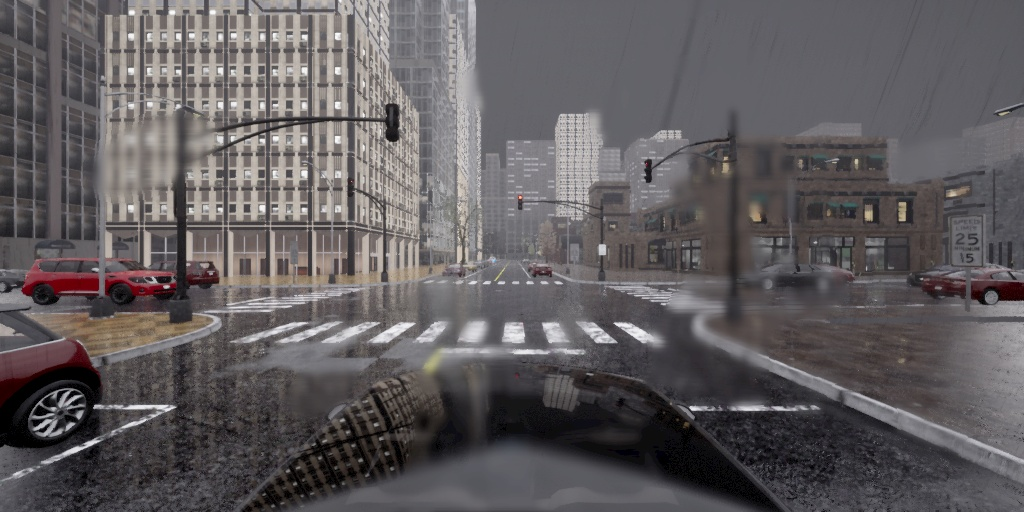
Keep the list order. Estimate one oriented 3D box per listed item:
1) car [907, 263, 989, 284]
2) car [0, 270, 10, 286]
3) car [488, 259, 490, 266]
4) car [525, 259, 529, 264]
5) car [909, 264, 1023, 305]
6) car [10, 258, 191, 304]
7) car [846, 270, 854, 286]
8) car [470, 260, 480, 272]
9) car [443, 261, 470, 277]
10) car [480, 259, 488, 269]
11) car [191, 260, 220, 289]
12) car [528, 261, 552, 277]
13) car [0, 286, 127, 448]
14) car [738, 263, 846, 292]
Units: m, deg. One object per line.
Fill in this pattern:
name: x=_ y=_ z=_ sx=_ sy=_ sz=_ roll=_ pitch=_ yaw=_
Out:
car: x=24.946 y=1.141 z=20.064 sx=4.181 sy=1.385 sz=1.994 roll=0 pitch=0 yaw=-1
car: x=-31.429 y=1.508 z=22.086 sx=4.403 sy=1.370 sz=2.007 roll=0 pitch=0 yaw=-1
car: x=-5.379 y=1.344 z=62.476 sx=1.948 sy=1.339 sz=4.313 roll=0 pitch=0 yaw=0
car: x=2.915 y=1.348 z=45.811 sx=1.802 sy=1.307 sz=4.207 roll=0 pitch=0 yaw=0
car: x=19.136 y=1.153 z=14.206 sx=4.507 sy=1.381 sz=1.888 roll=0 pitch=0 yaw=-1
car: x=-18.590 y=1.087 z=16.425 sx=5.566 sy=2.045 sz=2.150 roll=0 pitch=0 yaw=-1
car: x=19.053 y=1.202 z=22.586 sx=4.207 sy=1.307 sz=1.802 roll=0 pitch=0 yaw=-1
car: x=-5.466 y=1.291 z=45.684 sx=1.751 sy=1.417 sz=4.829 roll=0 pitch=0 yaw=0
car: x=-5.523 y=1.341 z=34.773 sx=1.802 sy=1.307 sz=4.207 roll=0 pitch=0 yaw=0
car: x=-5.407 y=1.324 z=56.936 sx=2.007 sy=1.370 sz=4.403 roll=0 pitch=0 yaw=0
car: x=-21.019 y=1.203 z=22.189 sx=5.009 sy=1.841 sz=2.192 roll=0 pitch=0 yaw=-1
car: x=2.859 y=1.304 z=34.729 sx=1.888 sy=1.381 sz=4.507 roll=0 pitch=0 yaw=0
car: x=-5.691 y=1.190 z=2.306 sx=1.967 sy=1.591 sz=4.097 roll=0 pitch=0 yaw=0
car: x=15.142 y=1.147 z=19.960 sx=4.892 sy=1.490 sz=1.837 roll=0 pitch=0 yaw=-1
